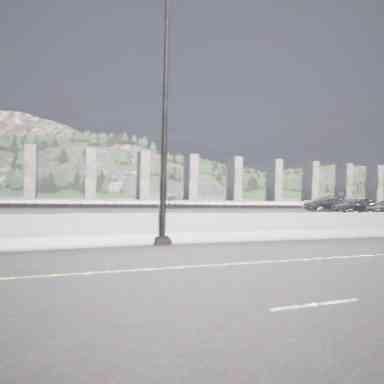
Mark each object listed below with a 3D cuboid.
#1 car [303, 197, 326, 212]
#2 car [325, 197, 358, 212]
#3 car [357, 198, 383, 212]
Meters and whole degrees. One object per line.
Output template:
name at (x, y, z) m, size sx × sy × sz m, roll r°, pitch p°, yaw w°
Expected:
car at (13.985, 1.285, 34.648) m, size 4.892 × 1.490 × 1.837 m, roll 0°, pitch 1°, yaw -17°
car at (15.487, 1.373, 31.481) m, size 4.892 × 1.490 × 1.837 m, roll 1°, pitch 1°, yaw -17°
car at (16.986, 1.460, 28.312) m, size 4.892 × 1.490 × 1.837 m, roll 1°, pitch 1°, yaw -17°
